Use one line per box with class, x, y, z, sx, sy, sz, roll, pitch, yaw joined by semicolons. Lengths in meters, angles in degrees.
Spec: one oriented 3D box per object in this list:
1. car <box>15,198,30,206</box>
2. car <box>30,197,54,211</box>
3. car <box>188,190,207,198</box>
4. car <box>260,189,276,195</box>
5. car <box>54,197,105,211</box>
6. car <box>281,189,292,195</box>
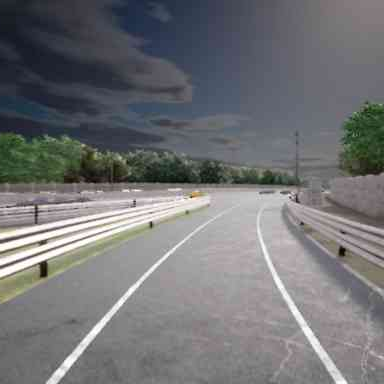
car;-16.875;1.246;37.407;2.033;1.411;5.357;1;2;33
car;-13.931;1.287;35.515;2.033;1.411;5.357;1;2;33
car;1.085;0.437;65.331;1.882;1.535;5.008;1;2;33
car;21.075;-0.009;89.947;2.033;1.411;5.357;1;1;33
car;-10.988;1.271;33.621;1.837;1.490;4.892;1;2;33
car;25.896;-0.011;90.974;2.033;1.411;5.357;1;1;33
